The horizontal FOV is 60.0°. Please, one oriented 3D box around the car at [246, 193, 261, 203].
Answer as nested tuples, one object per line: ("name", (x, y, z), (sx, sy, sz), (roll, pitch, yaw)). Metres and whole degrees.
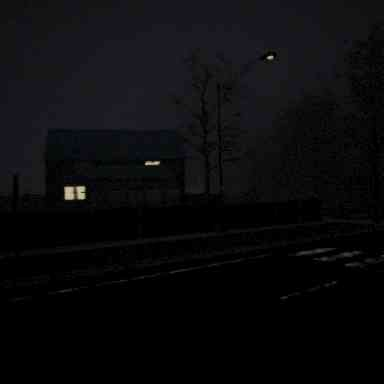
("car", (8.771, 0.969, 46.557), (2.128, 1.511, 4.902), (-2, 1, -15))
